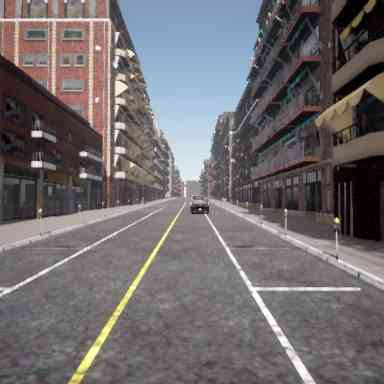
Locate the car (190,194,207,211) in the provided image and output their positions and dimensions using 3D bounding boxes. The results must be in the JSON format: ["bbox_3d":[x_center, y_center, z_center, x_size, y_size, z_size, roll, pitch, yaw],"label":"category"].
[{"bbox_3d":[0.820,1.373,45.569,2.150,2.045,5.566,0,0,0],"label":"car"}]

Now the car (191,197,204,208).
[{"bbox_3d":[0.825,1.580,51.731,1.801,1.575,5.366,0,0,0],"label":"car"}]

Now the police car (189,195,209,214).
[{"bbox_3d":[0.825,1.481,35.644,1.930,1.638,5.238,0,0,0],"label":"police car"}]
